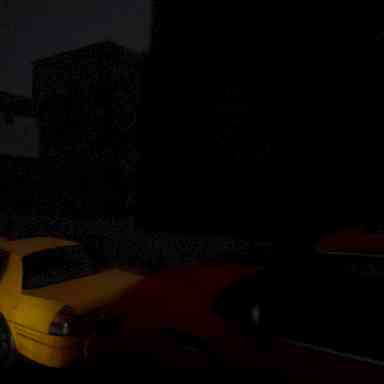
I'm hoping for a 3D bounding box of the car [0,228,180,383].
[{"bbox_3d":[-2.976,1.395,5.627,5.366,1.575,1.946,1,1,35],"label":"car"}]
